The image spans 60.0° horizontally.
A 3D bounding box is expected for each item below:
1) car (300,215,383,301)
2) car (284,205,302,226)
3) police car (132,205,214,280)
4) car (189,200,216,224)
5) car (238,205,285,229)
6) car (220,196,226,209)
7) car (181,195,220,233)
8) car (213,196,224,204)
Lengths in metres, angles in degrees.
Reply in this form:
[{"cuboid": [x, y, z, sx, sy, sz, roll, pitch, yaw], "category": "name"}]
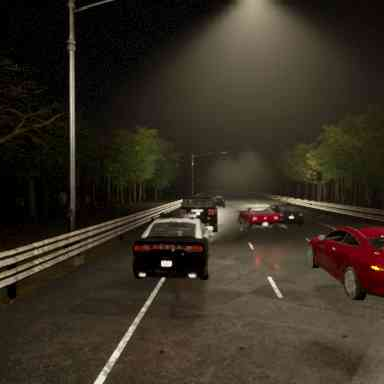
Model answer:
[{"cuboid": [4.261, 1.523, 8.127, 1.812, 1.442, 4.674, 0, 0, 4], "category": "car"}, {"cuboid": [6.134, 1.569, 23.277, 1.994, 1.385, 4.181, 1, 0, -6], "category": "car"}, {"cuboid": [-0.398, 1.422, 10.124, 1.930, 1.638, 5.238, 0, 0, 4], "category": "police car"}, {"cuboid": [0.949, 1.471, 25.951, 1.882, 1.535, 5.008, 0, 0, 5], "category": "car"}, {"cuboid": [4.266, 1.587, 21.815, 1.895, 1.301, 4.718, -3, 0, -1], "category": "car"}, {"cuboid": [3.692, 1.534, 46.390, 2.033, 1.411, 5.357, 0, 0, 5], "category": "car"}, {"cuboid": [0.475, 1.217, 19.999, 2.150, 2.045, 5.566, 0, 0, 5], "category": "car"}, {"cuboid": [5.115, 1.474, 64.219, 2.128, 1.511, 4.902, 0, 0, 5], "category": "car"}]
